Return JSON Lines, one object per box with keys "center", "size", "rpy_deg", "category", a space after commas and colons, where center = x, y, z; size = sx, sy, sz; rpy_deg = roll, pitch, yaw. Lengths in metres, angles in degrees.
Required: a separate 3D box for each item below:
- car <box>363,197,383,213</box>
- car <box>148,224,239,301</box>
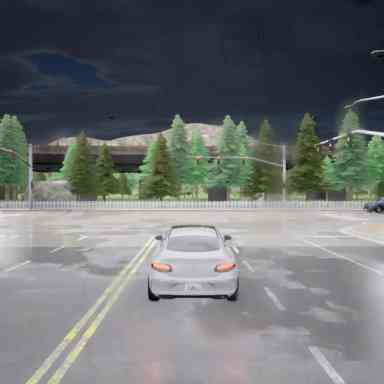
{"center": [20.729, 1.296, 35.327], "size": [4.553, 1.767, 2.097], "rpy_deg": [0, 0, 0], "category": "car"}
{"center": [0.032, 1.526, 8.192], "size": [1.812, 1.442, 4.674], "rpy_deg": [0, 0, 0], "category": "car"}
